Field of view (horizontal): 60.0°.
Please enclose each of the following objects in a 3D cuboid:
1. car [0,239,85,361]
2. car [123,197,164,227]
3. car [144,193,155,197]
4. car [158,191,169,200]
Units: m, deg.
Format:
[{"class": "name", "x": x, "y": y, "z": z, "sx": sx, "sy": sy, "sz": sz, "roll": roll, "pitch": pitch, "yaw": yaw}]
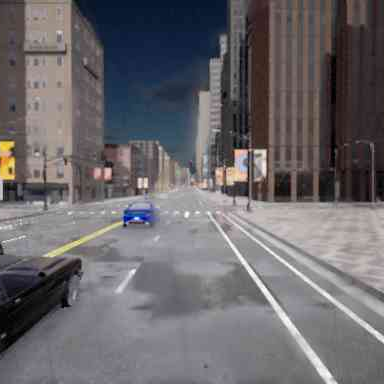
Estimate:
[{"class": "car", "x": -3.152, "y": 1.572, "z": 4.829, "sx": 1.895, "sy": 1.301, "sz": 4.718, "roll": 0, "pitch": 0, "yaw": 0}, {"class": "car", "x": -3.162, "y": 1.354, "z": 21.516, "sx": 1.882, "sy": 1.535, "sz": 5.008, "roll": 0, "pitch": 0, "yaw": 0}, {"class": "car", "x": -9.795, "y": 0.970, "z": 77.385, "sx": 2.097, "sy": 1.767, "sz": 4.553, "roll": 0, "pitch": 0, "yaw": 0}, {"class": "car", "x": -6.545, "y": 0.839, "z": 77.327, "sx": 2.150, "sy": 2.045, "sz": 5.566, "roll": 0, "pitch": 0, "yaw": 0}]
